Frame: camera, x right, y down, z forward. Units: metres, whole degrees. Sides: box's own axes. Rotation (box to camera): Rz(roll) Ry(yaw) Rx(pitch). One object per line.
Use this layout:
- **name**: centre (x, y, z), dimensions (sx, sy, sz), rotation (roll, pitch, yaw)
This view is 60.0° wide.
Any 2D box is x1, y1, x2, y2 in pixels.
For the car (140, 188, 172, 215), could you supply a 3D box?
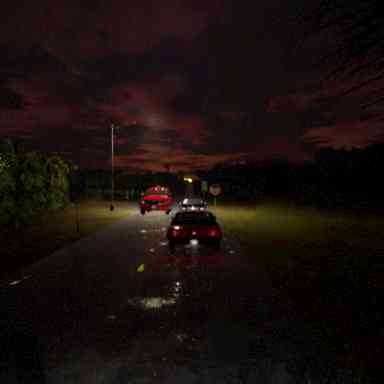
- **car**: centre (-2.805, 0.683, 27.038), dimensions (2.150, 2.045, 5.566), rotation (0, 1, 0)

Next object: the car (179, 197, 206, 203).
- **car**: centre (0.051, 1.067, 24.060), dimensions (2.033, 1.411, 5.357), rotation (0, 1, 0)

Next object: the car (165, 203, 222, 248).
- **car**: centre (0.073, 1.359, 13.411), dimensions (1.895, 1.301, 4.718), rotation (0, 1, 0)
